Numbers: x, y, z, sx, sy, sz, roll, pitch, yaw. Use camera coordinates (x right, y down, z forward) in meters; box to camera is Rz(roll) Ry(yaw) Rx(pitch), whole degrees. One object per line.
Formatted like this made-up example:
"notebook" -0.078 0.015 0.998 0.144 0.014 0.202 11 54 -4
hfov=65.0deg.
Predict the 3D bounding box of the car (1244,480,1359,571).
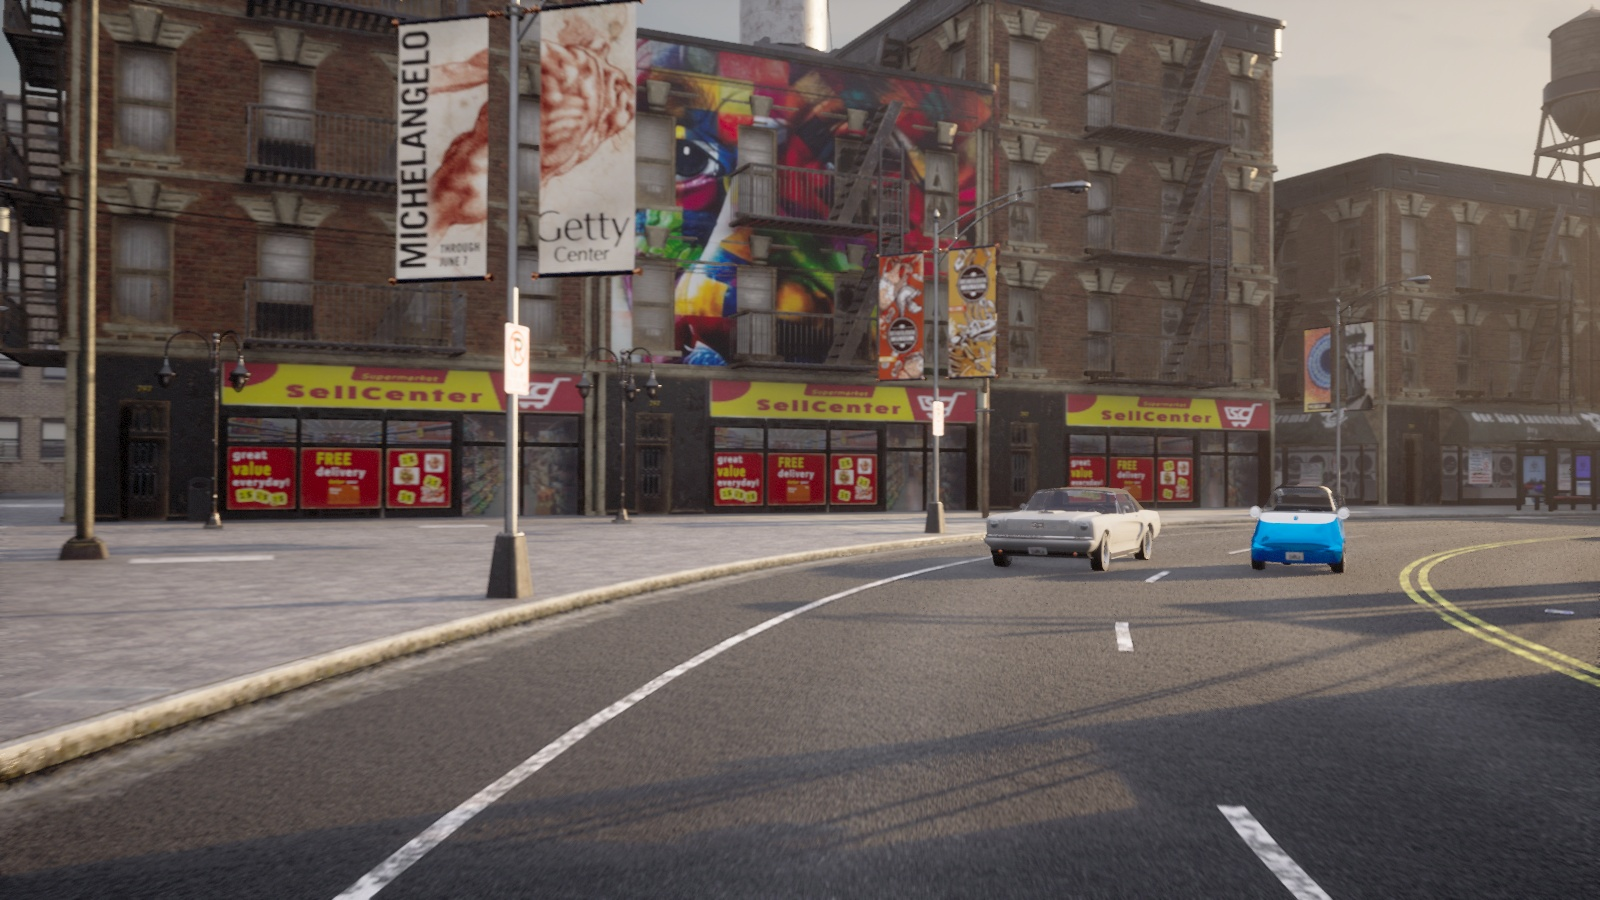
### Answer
"car" 8.233 1.188 20.530 1.481 1.376 2.207 -1 -2 28

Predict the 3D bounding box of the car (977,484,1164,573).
"car" 4.765 1.262 21.577 1.895 1.301 4.718 -1 -1 28
